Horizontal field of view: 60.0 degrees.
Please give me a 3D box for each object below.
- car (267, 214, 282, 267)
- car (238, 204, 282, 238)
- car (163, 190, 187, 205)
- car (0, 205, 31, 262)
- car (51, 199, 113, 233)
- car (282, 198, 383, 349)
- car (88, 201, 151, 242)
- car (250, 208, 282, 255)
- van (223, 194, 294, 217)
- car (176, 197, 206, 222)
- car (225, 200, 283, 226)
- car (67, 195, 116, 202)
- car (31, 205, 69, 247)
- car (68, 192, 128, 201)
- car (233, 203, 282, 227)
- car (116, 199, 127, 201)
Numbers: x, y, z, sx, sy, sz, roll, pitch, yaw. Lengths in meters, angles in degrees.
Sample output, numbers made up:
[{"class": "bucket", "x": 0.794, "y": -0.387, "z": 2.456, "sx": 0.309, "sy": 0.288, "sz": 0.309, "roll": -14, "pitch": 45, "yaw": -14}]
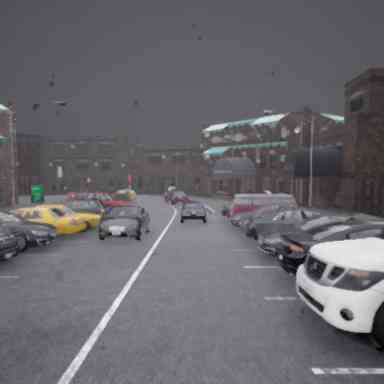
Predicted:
[{"class": "car", "x": 4.645, "y": 1.439, "z": 8.163, "sx": 5.008, "sy": 1.535, "sz": 2.097, "roll": 0, "pitch": 0, "yaw": 0}, {"class": "car", "x": 4.646, "y": 1.412, "z": 13.874, "sx": 4.892, "sy": 1.521, "sz": 2.231, "roll": 0, "pitch": 0, "yaw": 0}, {"class": "car", "x": -2.127, "y": 0.549, "z": 41.115, "sx": 2.097, "sy": 1.767, "sz": 4.553, "roll": -2, "pitch": 4, "yaw": -21}, {"class": "car", "x": -7.710, "y": 1.304, "z": 9.936, "sx": 4.553, "sy": 1.767, "sz": 2.185, "roll": 0, "pitch": 0, "yaw": 0}, {"class": "car", "x": -7.492, "y": 1.383, "z": 18.752, "sx": 5.366, "sy": 1.575, "sz": 1.946, "roll": 0, "pitch": 0, "yaw": 0}, {"class": "car", "x": 4.623, "y": 1.201, "z": 5.367, "sx": 5.566, "sy": 2.045, "sz": 2.435, "roll": 0, "pitch": 0, "yaw": 0}, {"class": "car", "x": -3.104, "y": 1.411, "z": 16.106, "sx": 2.128, "sy": 1.511, "sz": 4.902, "roll": 0, "pitch": 0, "yaw": 0}, {"class": "car", "x": 4.658, "y": 1.426, "z": 10.955, "sx": 4.892, "sy": 1.521, "sz": 2.231, "roll": 0, "pitch": 0, "yaw": 0}, {"class": "van", "x": 4.537, "y": 1.138, "z": 22.126, "sx": 4.442, "sy": 1.987, "sz": 1.878, "roll": 0, "pitch": 1, "yaw": 0}, {"class": "car", "x": 0.099, "y": 1.396, "z": 24.502, "sx": 2.033, "sy": 1.411, "sz": 5.357, "roll": 0, "pitch": 1, "yaw": 0}, {"class": "car", "x": 4.659, "y": 1.385, "z": 19.334, "sx": 4.892, "sy": 1.521, "sz": 2.231, "roll": 0, "pitch": 0, "yaw": 0}, {"class": "car", "x": -7.646, "y": 1.241, "z": 21.693, "sx": 4.553, "sy": 1.767, "sz": 2.185, "roll": 0, "pitch": 0, "yaw": 0}, {"class": "car", "x": -7.684, "y": 1.417, "z": 12.749, "sx": 4.892, "sy": 1.521, "sz": 2.231, "roll": 0, "pitch": 0, "yaw": 0}, {"class": "car", "x": -7.647, "y": 1.017, "z": 27.463, "sx": 5.566, "sy": 2.045, "sz": 2.435, "roll": 0, "pitch": 1, "yaw": 0}, {"class": "car", "x": 4.655, "y": 1.437, "z": 16.544, "sx": 4.674, "sy": 1.452, "sz": 2.002, "roll": 0, "pitch": 0, "yaw": 0}, {"class": "car", "x": -7.681, "y": 1.330, "z": 24.524, "sx": 5.008, "sy": 1.535, "sz": 2.097, "roll": 0, "pitch": 1, "yaw": 0}]
